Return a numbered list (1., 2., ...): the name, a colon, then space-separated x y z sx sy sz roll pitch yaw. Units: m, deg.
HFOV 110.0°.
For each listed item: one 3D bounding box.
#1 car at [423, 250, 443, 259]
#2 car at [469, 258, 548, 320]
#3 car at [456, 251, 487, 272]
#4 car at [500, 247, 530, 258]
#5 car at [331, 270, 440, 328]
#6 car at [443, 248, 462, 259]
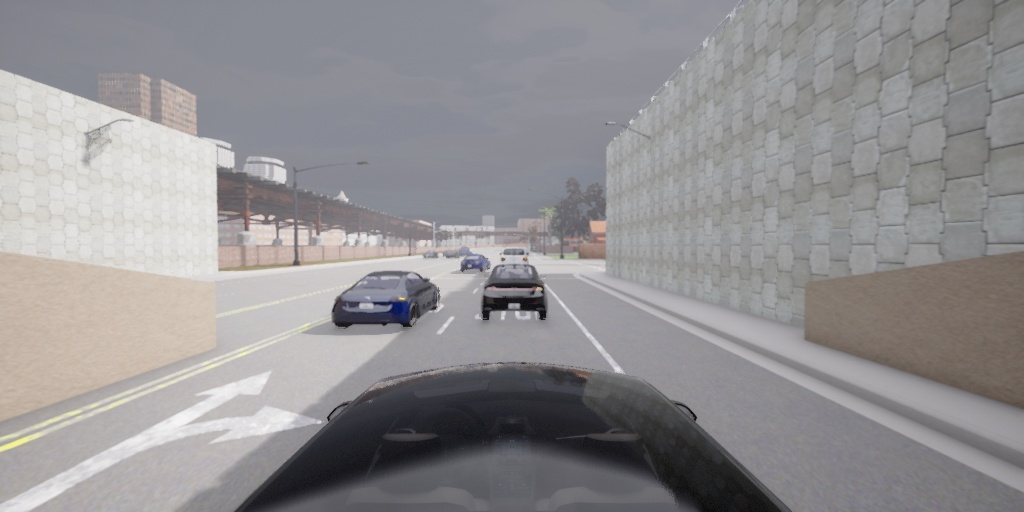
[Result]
1. car: -13.810 -0.224 61.116 2.128 1.511 4.902 0 1 1
2. car: 0.085 1.001 11.503 2.128 1.511 4.902 0 1 1
3. car: -3.017 0.563 30.607 1.812 1.442 4.674 0 1 8
4. car: 0.210 0.306 28.765 2.150 2.045 5.566 0 2 2
5. car: -3.423 1.098 10.457 1.994 1.385 4.181 0 1 0
6. car: -10.297 -0.232 61.942 1.837 1.490 4.892 0 2 1
